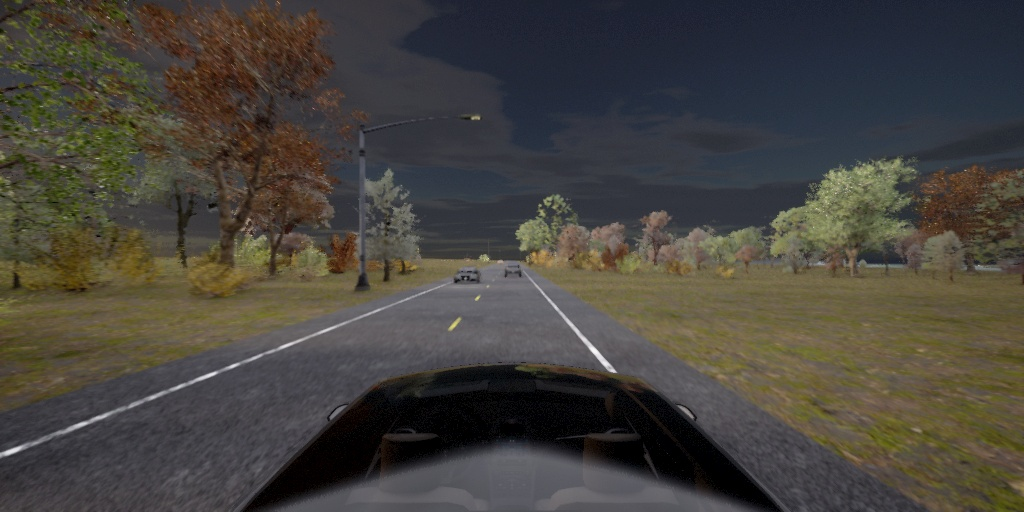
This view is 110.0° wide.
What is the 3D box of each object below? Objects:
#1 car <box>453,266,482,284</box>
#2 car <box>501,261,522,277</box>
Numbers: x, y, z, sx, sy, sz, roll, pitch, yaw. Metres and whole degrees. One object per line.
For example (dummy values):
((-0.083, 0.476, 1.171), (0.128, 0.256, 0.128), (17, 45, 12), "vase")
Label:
((-3.562, 1.538, 29.524), (1.994, 1.385, 4.181), (0, 0, 0), "car")
((0.139, 1.518, 40.869), (2.128, 1.511, 4.902), (0, 0, 0), "car")
